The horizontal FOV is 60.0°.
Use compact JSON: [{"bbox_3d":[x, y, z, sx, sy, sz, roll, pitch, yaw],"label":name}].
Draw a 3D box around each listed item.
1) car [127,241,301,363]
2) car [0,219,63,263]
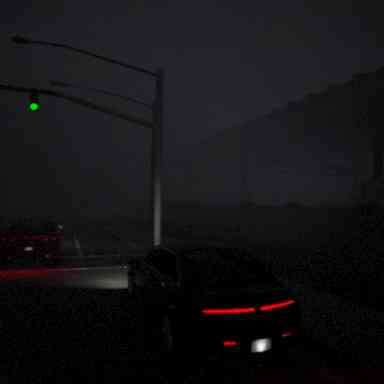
[{"bbox_3d":[-0.009,1.707,6.393,1.837,1.490,4.892,1,-2,-21],"label":"car"},{"bbox_3d":[-6.373,1.813,13.489,1.882,1.535,5.008,1,-2,-21],"label":"car"}]
